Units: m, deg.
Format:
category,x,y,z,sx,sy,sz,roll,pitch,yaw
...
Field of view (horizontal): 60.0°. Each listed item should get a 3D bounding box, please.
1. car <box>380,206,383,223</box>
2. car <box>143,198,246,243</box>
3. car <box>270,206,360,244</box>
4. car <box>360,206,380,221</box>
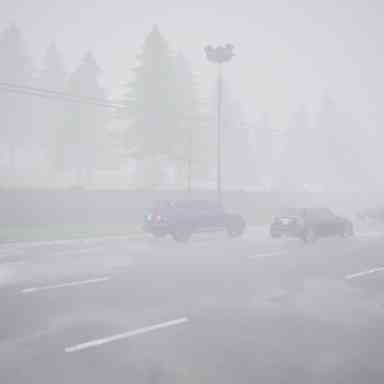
category,x,y,z,sx,sy,sz,roll,pitch,yaw
car,11.505,1.492,16.245,4.553,1.767,2.097,1,0,-35
car,0.231,1.299,16.846,5.566,2.045,2.150,0,0,-35
car,6.061,1.461,16.663,4.553,1.767,2.097,1,0,-35
car,15.898,1.820,27.978,4.718,1.301,1.895,1,0,-35
